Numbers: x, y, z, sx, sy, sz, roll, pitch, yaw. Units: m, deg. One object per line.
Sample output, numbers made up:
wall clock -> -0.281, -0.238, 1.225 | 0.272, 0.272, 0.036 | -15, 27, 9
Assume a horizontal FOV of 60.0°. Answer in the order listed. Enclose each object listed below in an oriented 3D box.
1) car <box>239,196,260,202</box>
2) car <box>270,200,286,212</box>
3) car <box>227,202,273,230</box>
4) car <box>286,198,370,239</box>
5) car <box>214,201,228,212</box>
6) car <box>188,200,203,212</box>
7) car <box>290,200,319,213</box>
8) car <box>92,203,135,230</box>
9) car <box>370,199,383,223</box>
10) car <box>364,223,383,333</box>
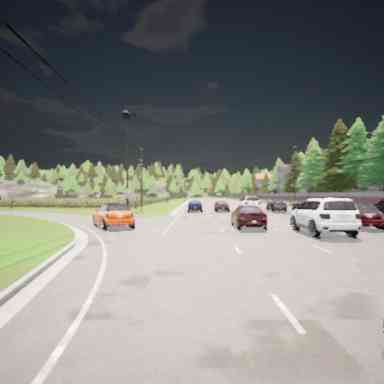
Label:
car -> 7.413, 1.571, 42.781 | 2.150, 2.045, 5.566 | 0, 0, 0
car -> 10.916, 1.834, 43.117 | 2.128, 1.511, 4.902 | 0, 0, 0
car -> 3.770, 1.662, 22.512 | 1.882, 1.535, 5.008 | 0, -1, 0
car -> 7.241, 1.362, 18.524 | 2.150, 2.045, 5.566 | 0, 0, 0
car -> 3.925, 1.899, 44.431 | 1.812, 1.442, 4.674 | 0, 0, 0
car -> 0.429, 1.865, 44.971 | 1.882, 1.535, 5.008 | 0, 0, 0
car -> 14.415, 1.824, 43.088 | 2.128, 1.511, 4.902 | 0, 0, 0
car -> -5.532, 1.567, 23.079 | 2.097, 1.767, 4.553 | 0, 0, -27
car -> 10.768, 1.516, 22.236 | 2.097, 1.767, 4.553 | 0, -1, 0
car -> 3.630, 1.367, 2.660 | 2.097, 1.767, 4.553 | 0, 0, 0
